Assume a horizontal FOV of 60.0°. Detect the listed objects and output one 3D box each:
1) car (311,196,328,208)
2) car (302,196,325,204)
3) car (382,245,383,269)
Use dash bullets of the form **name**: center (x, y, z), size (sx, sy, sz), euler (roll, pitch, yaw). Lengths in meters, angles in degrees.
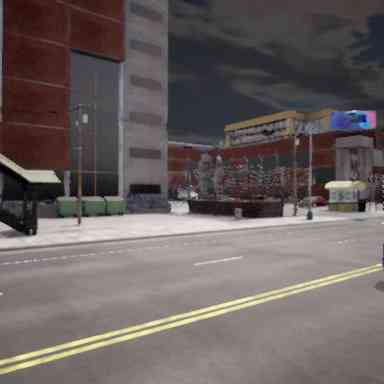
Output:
- **car**: center (17.602, 1.390, 47.869), size (4.553, 1.767, 2.185), euler (0, 0, -36)
- **car**: center (24.469, 1.610, 66.945), size (4.674, 1.452, 2.002), euler (0, 0, -36)
- **car**: center (7.021, 1.513, 8.836), size (5.008, 1.535, 1.882), euler (0, 0, -35)
